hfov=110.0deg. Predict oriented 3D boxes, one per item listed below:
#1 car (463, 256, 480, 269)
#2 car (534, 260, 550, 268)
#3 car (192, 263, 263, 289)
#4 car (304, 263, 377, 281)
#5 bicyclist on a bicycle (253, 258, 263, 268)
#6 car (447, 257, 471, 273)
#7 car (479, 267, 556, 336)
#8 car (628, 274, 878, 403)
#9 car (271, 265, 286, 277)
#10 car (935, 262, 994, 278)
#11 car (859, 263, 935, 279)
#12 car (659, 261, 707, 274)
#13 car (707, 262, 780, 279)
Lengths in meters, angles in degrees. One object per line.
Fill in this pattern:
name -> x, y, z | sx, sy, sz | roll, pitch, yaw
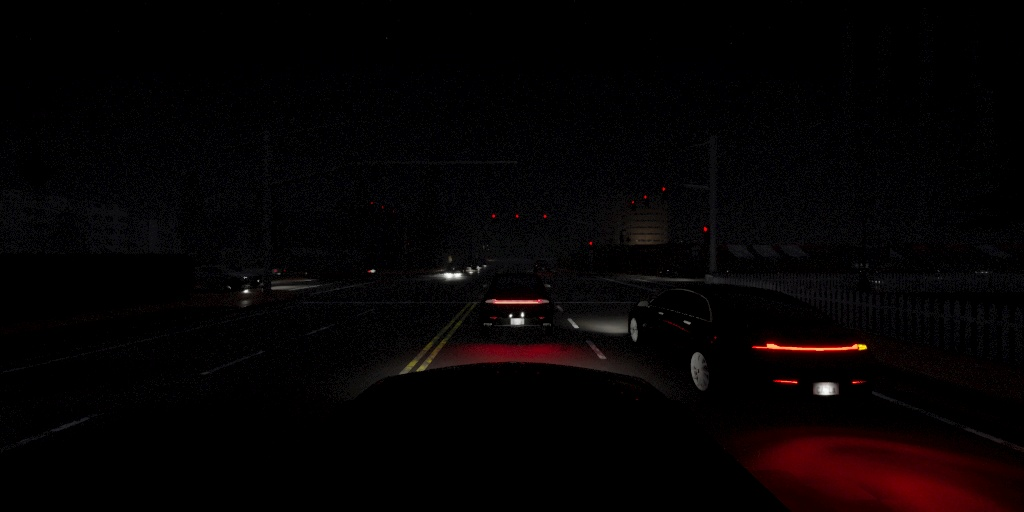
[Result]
car -> -6.724, 0.972, 55.106 | 2.150, 2.045, 5.566 | 0, 0, 1
car -> 3.740, 1.276, 44.922 | 1.812, 1.442, 4.674 | 0, 0, 1
car -> -18.143, 1.276, 22.329 | 4.674, 1.442, 1.812 | 0, 0, 0
car -> -14.058, 1.297, 29.662 | 5.357, 1.411, 2.033 | 0, 0, -2
bicyclist on a bicycle -> -26.143, 1.051, 36.925 | 0.582, 1.620, 1.656 | 0, 0, -3
car -> -6.802, 1.241, 44.462 | 2.128, 1.511, 4.902 | 0, 0, 1
car -> 0.138, 1.242, 10.391 | 2.128, 1.511, 4.902 | 0, 0, 0
car -> 3.591, 1.255, 6.484 | 1.837, 1.490, 4.892 | 0, 0, 1
car -> -23.546, 1.351, 32.776 | 4.718, 1.301, 1.895 | 0, 0, -2
car -> 42.105, 1.298, 33.962 | 5.357, 1.411, 2.033 | 0, 0, -1
car -> 32.141, 1.276, 30.291 | 4.674, 1.442, 1.812 | 0, 0, -1
car -> 16.320, 1.254, 33.516 | 4.892, 1.490, 1.837 | 0, 0, -1
car -> 19.641, 1.241, 30.076 | 4.902, 1.511, 2.128 | 0, 0, -1
